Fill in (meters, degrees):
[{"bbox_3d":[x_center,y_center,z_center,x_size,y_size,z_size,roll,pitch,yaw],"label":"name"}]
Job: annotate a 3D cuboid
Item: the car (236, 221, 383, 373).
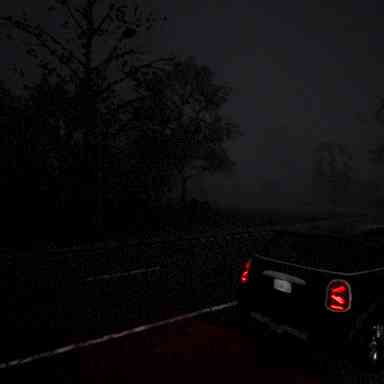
[{"bbox_3d":[2.987,1.295,5.809,4.553,1.767,2.097,-1,0,-35],"label":"car"}]
